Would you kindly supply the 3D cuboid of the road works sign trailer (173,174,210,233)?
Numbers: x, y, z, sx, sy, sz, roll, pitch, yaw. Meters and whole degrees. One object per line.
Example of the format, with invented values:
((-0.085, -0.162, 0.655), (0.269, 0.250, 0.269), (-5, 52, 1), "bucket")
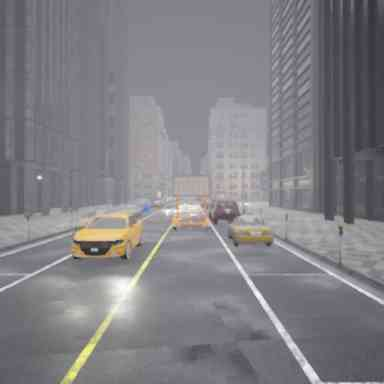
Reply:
((-0.028, 0.671, 21.374), (2.380, 3.560, 2.880), (0, -1, 0), "road works sign trailer")

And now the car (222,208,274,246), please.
((2.646, 1.677, 15.834), (1.752, 1.417, 4.829), (0, -1, 1), "car")

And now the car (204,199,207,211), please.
((2.623, 1.631, 32.544), (2.192, 1.841, 5.009), (0, -1, 0), "car")

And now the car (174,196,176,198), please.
((-5.967, 2.051, 83.312), (2.192, 1.841, 5.009), (0, 0, 0), "car")

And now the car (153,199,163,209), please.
((-5.931, 2.096, 55.111), (1.802, 1.307, 4.206), (0, 0, 0), "car")

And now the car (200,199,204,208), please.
((2.602, 2.018, 49.460), (2.008, 1.369, 4.403), (0, 0, 0), "car")

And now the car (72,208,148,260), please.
((-3.118, 1.602, 13.133), (1.882, 1.535, 5.008), (0, -1, 0), "car")

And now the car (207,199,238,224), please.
((2.630, 1.577, 26.904), (2.192, 1.841, 5.009), (0, -1, 0), "car")

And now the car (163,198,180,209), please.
((-3.139, 2.103, 53.797), (1.895, 1.301, 4.718), (0, 0, 0), "car")

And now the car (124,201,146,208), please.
((-5.903, 1.841, 32.381), (1.752, 1.417, 4.829), (0, -1, 0), "car")

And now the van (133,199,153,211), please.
((-5.910, 1.711, 38.194), (1.690, 1.788, 3.998), (0, -1, 0), "van")

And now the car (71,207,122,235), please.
((-5.895, 1.729, 21.068), (1.752, 1.417, 4.829), (0, -1, 1), "car")

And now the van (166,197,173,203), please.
((-5.975, 2.119, 88.953), (1.690, 1.788, 3.998), (0, 0, 0), "van")

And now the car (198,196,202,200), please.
((2.587, 1.998, 60.739), (1.967, 1.590, 4.097), (0, 0, 0), "car")

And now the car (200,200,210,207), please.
((2.580, 2.184, 66.377), (1.802, 1.307, 4.206), (0, 0, 0), "car")
